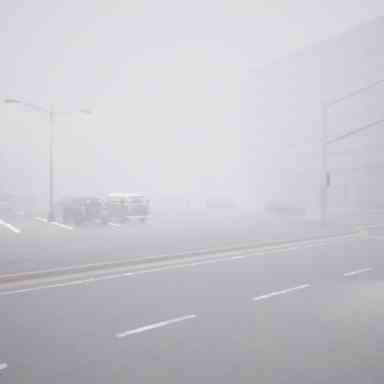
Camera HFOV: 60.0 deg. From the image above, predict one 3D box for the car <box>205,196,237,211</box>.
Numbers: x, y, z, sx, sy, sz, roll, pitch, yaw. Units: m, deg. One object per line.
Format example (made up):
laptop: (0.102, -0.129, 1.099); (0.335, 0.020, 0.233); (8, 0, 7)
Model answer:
car: (3.622, 1.407, 42.191); (2.097, 1.767, 4.553); (0, 0, -35)

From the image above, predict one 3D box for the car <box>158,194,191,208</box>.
car: (-2.474, 1.277, 50.768); (2.150, 2.045, 5.566); (0, 0, -36)

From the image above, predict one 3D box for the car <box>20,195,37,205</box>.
car: (-27.204, 1.209, 55.403); (1.932, 1.855, 4.605); (0, 0, -35)

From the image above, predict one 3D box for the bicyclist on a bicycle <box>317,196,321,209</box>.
bicyclist on a bicycle: (16.592, 1.356, 42.905); (1.656, 1.620, 0.582); (0, 0, -35)

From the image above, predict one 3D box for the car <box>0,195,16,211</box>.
car: (-21.730, 1.451, 37.950); (1.970, 1.475, 3.806); (0, 0, -35)

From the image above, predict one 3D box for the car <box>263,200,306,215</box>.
car: (9.380, 1.581, 34.131); (1.812, 1.442, 4.674); (0, 0, -36)

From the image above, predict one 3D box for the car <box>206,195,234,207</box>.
car: (4.467, 1.407, 53.412); (2.097, 1.767, 4.553); (0, 0, -35)

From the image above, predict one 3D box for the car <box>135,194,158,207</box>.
car: (-8.853, 1.547, 66.074); (2.128, 1.511, 4.902); (0, 0, -35)

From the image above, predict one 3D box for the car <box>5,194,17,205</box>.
car: (-29.599, 1.212, 53.777); (1.905, 1.878, 3.866); (0, 0, -35)

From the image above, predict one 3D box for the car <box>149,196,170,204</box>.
car: (-6.777, 1.603, 69.199); (2.033, 1.411, 5.357); (0, 0, -35)
